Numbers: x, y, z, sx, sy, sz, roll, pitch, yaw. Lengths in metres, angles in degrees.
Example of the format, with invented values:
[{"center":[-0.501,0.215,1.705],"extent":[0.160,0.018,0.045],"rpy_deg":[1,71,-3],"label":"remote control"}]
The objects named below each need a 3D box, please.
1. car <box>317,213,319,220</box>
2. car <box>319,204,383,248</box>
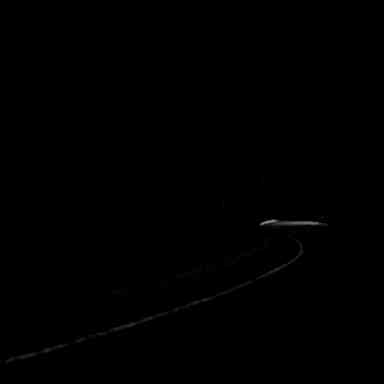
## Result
[{"center":[15.237,2.402,35.106],"extent":[4.902,1.511,2.128],"rpy_deg":[2,-2,-34],"label":"car"},{"center":[9.162,1.640,16.533],"extent":[2.150,2.045,5.566],"rpy_deg":[1,-1,-16],"label":"car"}]
